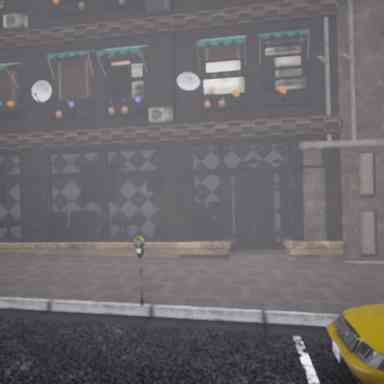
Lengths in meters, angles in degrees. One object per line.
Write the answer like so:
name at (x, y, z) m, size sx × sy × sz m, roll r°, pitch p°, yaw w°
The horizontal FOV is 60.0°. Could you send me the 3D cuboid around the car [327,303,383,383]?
car at (4.051, 1.522, 3.505) m, size 4.829 × 1.417 × 1.752 m, roll 0°, pitch -1°, yaw 9°
